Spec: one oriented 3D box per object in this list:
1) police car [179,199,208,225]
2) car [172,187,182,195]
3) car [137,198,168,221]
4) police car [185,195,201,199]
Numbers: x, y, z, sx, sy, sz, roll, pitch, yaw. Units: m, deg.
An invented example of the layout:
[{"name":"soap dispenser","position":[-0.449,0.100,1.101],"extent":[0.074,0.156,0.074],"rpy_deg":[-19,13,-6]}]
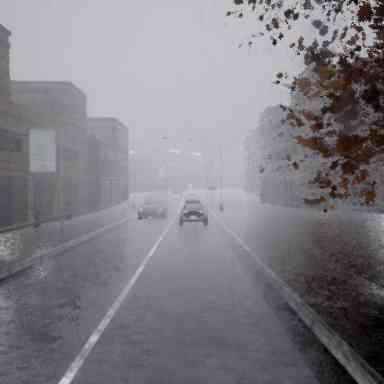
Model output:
[{"name":"police car","position":[0.098,1.492,24.113],"extent":[2.038,1.542,4.974],"rpy_deg":[0,0,0]},{"name":"car","position":[-3.008,-0.230,68.214],"extent":[1.994,1.385,4.181],"rpy_deg":[0,4,0]},{"name":"car","position":[-3.099,1.338,27.014],"extent":[2.097,1.767,4.553],"rpy_deg":[0,0,0]},{"name":"police car","position":[0.097,1.162,42.590],"extent":[1.930,1.638,5.238],"rpy_deg":[0,2,0]}]
